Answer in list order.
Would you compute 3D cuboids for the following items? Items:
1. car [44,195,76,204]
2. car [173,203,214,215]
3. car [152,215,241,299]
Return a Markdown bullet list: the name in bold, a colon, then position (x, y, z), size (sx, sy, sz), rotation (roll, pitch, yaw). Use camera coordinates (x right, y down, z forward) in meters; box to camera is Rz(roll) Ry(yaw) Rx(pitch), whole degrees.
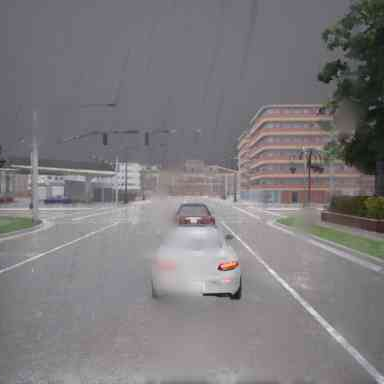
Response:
- **car**: position (-23.388, 1.295, 58.028), size (4.611, 1.667, 2.242), rotation (0, 0, 1)
- **car**: position (0.079, 1.352, 17.299), size (2.097, 1.767, 4.553), rotation (0, 0, 0)
- **car**: position (0.094, 1.526, 8.306), size (1.812, 1.442, 4.674), rotation (0, 0, 0)
